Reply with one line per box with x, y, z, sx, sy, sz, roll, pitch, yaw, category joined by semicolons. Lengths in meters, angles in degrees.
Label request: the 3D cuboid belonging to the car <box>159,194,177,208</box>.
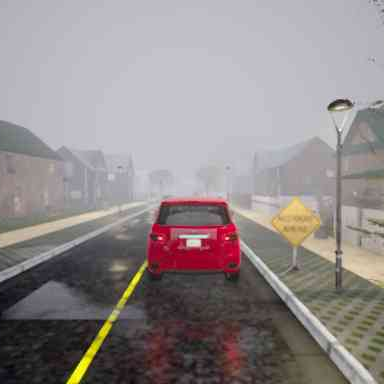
-2.860;1.098;40.538;1.882;1.535;5.008;0;0;0;car

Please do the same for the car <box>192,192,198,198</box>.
0.787;0.833;94.201;1.837;1.490;4.892;0;0;0;car

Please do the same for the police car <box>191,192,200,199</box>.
0.794;0.817;78.308;1.930;1.638;5.238;0;0;0;police car

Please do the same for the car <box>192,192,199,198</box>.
0.790;0.855;88.200;1.837;1.490;4.892;0;0;0;car

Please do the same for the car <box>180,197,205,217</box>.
0.075;1.257;29.376;2.033;1.411;5.357;0;1;0;car

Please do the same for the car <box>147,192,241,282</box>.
0.057;1.118;9.552;2.150;2.045;5.566;0;1;0;car

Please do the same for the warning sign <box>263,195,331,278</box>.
2.527;1.026;8.170;1.300;1.860;1.060;1;1;0;warning sign
